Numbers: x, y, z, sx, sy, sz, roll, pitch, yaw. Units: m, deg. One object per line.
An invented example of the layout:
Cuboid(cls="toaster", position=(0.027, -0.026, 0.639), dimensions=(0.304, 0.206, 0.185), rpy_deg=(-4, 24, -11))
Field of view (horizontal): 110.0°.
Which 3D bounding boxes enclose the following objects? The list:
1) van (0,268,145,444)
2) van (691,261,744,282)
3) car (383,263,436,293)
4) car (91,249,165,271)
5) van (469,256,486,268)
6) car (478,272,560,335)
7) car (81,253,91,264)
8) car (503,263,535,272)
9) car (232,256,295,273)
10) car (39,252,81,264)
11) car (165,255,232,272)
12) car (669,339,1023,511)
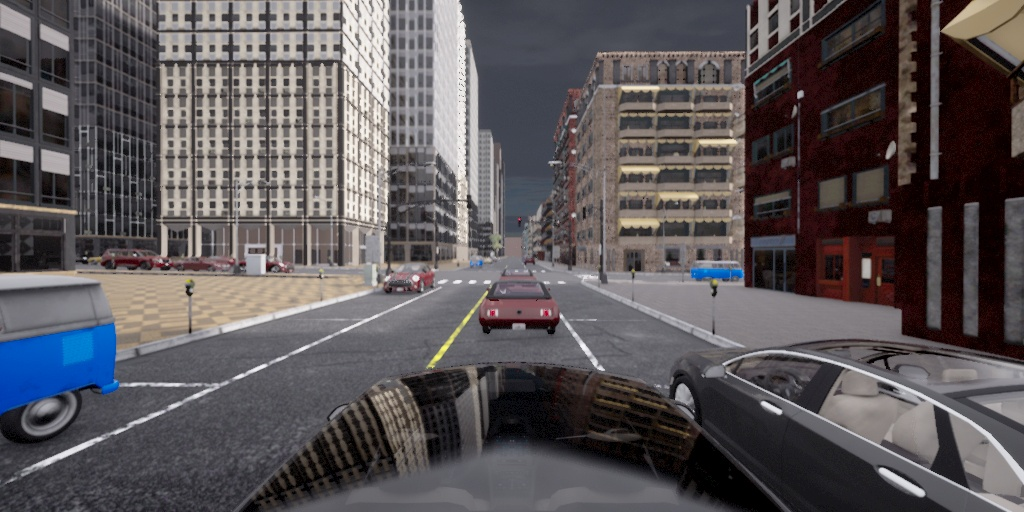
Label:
Cuboid(cls="van", position=(-5.683, 1.087, 2.689), dimensions=(1.690, 1.789, 3.998), rpy_deg=(0, 0, 1))
Cuboid(cls="van", position=(17.202, 1.325, 30.120), dimensions=(3.998, 1.789, 1.690), rpy_deg=(0, 0, 0))
Cuboid(cls="car", position=(-5.510, 1.111, 19.634), dimensions=(1.967, 1.591, 4.097), rpy_deg=(0, 0, 1))
Cuboid(cls="car", position=(-32.003, 0.356, 30.646), dimensions=(5.009, 1.841, 2.192), rpy_deg=(0, 0, 0))
Cuboid(cls="van", position=(-5.176, 0.877, 52.106), dimensions=(1.690, 1.789, 3.998), rpy_deg=(0, 0, 1))
Cuboid(cls="car", position=(0.187, 1.312, 10.372), dimensions=(1.895, 1.301, 4.718), rpy_deg=(0, 0, 1))
Cuboid(cls="car", position=(-43.321, 0.303, 39.117), dimensions=(4.829, 1.417, 1.751), rpy_deg=(0, 0, 0))
Cuboid(cls="car", position=(0.268, 1.272, 19.543), dimensions=(1.895, 1.301, 4.718), rpy_deg=(0, 0, 0))
Cuboid(cls="car", position=(-20.855, 0.695, 30.558), dimensions=(4.097, 1.591, 1.967), rpy_deg=(0, 0, 0))
Cuboid(cls="car", position=(-48.727, 0.237, 39.159), dimensions=(4.313, 1.339, 1.948), rpy_deg=(0, 0, 0))
Cuboid(cls="car", position=(-26.429, 0.730, 30.601), dimensions=(4.207, 1.307, 1.802), rpy_deg=(0, 0, 0))
Cuboid(cls="car", position=(2.697, 1.296, 2.603), dimensions=(2.007, 1.370, 4.403), rpy_deg=(0, 0, 1))
